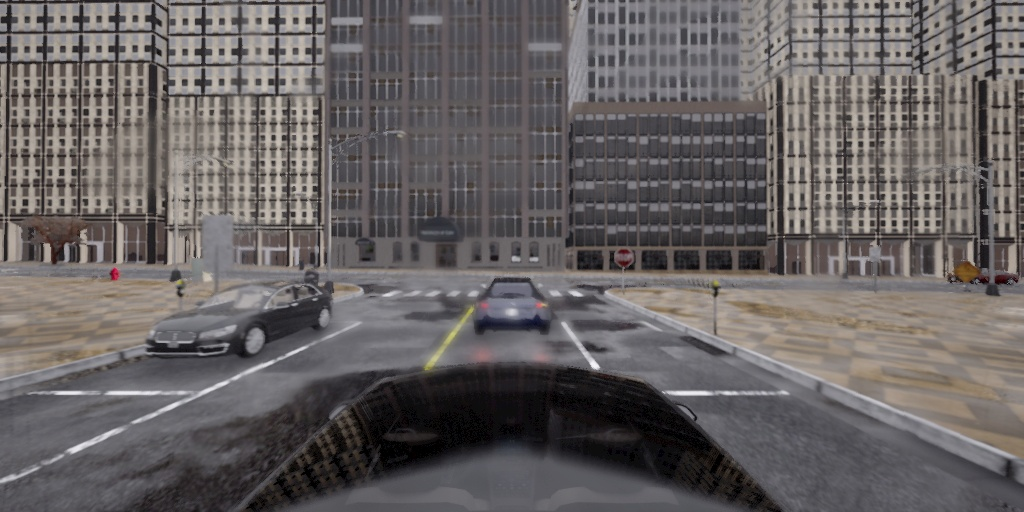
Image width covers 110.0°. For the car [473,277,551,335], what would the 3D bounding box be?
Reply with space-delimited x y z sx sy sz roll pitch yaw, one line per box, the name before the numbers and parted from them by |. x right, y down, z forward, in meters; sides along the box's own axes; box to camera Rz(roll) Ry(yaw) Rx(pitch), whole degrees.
car | 0.012 1.299 10.495 1.994 1.385 4.181 0 0 0

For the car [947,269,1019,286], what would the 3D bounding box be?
car | 43.723 1.953 33.398 5.008 1.535 1.882 1 0 1

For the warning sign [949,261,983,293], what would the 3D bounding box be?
warning sign | 26.616 1.210 20.968 1.060 1.860 1.300 0 0 1

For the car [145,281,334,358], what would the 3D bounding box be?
car | -5.812 1.289 8.332 2.007 1.370 4.403 0 0 0
